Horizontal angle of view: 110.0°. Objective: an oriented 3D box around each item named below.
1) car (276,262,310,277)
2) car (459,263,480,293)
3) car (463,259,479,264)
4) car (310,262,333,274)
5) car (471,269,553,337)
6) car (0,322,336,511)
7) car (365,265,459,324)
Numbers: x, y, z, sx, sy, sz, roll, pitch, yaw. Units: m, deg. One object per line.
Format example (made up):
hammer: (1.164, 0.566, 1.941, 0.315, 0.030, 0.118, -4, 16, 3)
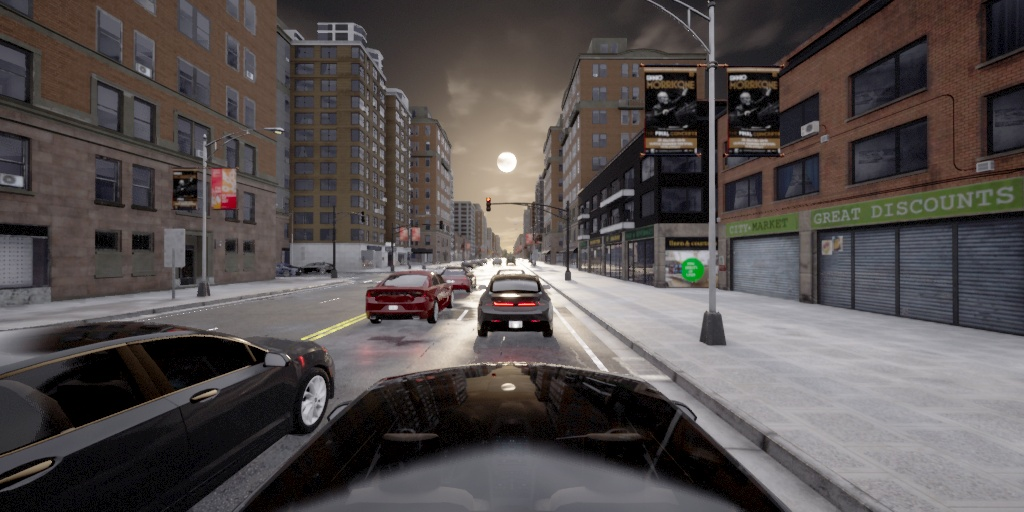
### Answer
car: (-22.736, 1.315, 35.187, 4.181, 1.385, 1.994, 0, 0, 0)
car: (-3.205, 1.317, 20.946, 1.994, 1.385, 4.181, 0, 0, -1)
car: (-6.757, 1.319, 55.473, 2.033, 1.411, 5.357, 0, 0, 0)
car: (-22.267, 1.347, 40.668, 4.313, 1.339, 1.948, 0, 0, 0)
car: (0.075, 1.255, 10.298, 1.837, 1.490, 4.892, 0, 0, 0)
car: (-3.153, 1.255, 2.617, 1.837, 1.490, 4.892, 0, 0, 0)
car: (-3.182, 1.229, 12.052, 1.882, 1.535, 5.008, 0, 0, 0)
